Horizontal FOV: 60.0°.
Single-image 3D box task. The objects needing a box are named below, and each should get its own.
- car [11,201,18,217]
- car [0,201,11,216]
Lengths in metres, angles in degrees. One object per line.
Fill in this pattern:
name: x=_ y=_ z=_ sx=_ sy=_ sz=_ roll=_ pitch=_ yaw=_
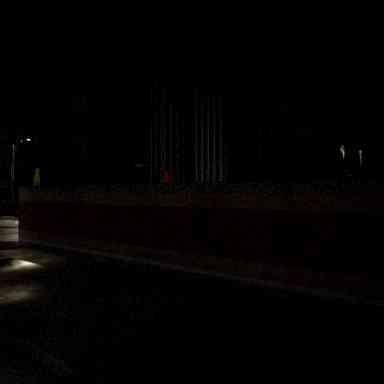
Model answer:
car: x=-12.280 y=1.603 z=28.845 sx=2.033 sy=1.411 sz=5.357 roll=0 pitch=0 yaw=37
car: x=-16.437 y=1.547 z=29.125 sx=2.128 sy=1.511 sz=4.902 roll=0 pitch=0 yaw=37
